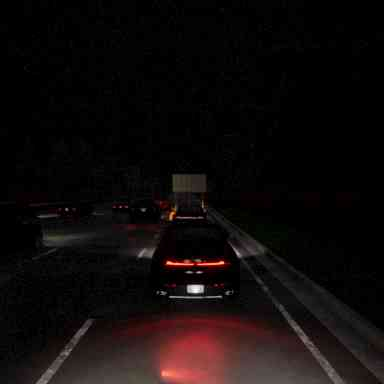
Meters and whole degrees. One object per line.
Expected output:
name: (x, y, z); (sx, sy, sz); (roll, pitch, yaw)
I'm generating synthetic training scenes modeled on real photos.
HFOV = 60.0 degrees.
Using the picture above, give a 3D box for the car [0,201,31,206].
car: (-14.114, 1.503, 26.809); (1.837, 1.490, 4.892); (0, -1, -1)

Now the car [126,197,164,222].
car: (-3.601, 1.353, 26.181); (2.097, 1.767, 4.553); (0, 0, -2)

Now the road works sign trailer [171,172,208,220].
road works sign trailer: (-0.191, 0.464, 22.687); (2.380, 3.560, 2.880); (0, 0, -3)

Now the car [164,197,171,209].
car: (-3.748, 1.352, 41.632); (2.097, 1.767, 4.553); (0, 0, -1)

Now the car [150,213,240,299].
car: (0.045, 1.505, 8.427); (1.837, 1.490, 4.892); (0, 0, 0)

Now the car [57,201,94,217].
car: (-10.654, 1.548, 30.750); (2.033, 1.411, 5.357); (0, 0, 0)

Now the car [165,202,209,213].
car: (-0.073, 1.488, 18.817); (2.128, 1.511, 4.902); (0, 0, 1)

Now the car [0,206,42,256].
car: (-6.978, 1.477, 11.444); (1.882, 1.535, 5.008); (0, 0, 0)

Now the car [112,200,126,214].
car: (-7.195, 1.547, 35.878); (2.033, 1.411, 5.357); (0, 0, -1)
